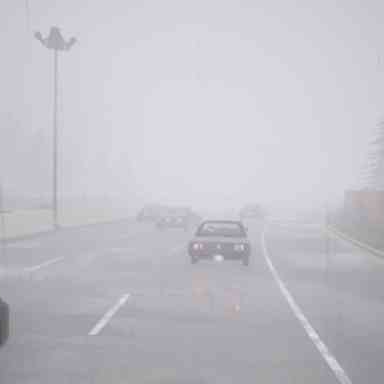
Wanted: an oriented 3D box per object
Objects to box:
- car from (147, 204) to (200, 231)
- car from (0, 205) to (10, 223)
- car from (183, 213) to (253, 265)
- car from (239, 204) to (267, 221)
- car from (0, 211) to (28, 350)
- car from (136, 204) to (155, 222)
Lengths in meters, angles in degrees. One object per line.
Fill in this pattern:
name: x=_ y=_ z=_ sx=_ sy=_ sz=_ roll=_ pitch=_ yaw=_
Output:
car: x=-0.722 y=1.609 z=20.948 sx=2.033 sy=1.411 sz=5.357 roll=0 pitch=0 yaw=14
car: x=-14.881 y=1.576 z=22.514 sx=1.895 sy=1.301 sz=4.718 roll=0 pitch=0 yaw=13
car: x=1.099 y=1.646 z=11.932 sx=1.895 sy=1.301 sz=4.718 roll=0 pitch=0 yaw=8
car: x=5.298 y=1.688 z=28.644 sx=1.994 sy=1.385 sz=4.181 roll=0 pitch=0 yaw=19
car: x=-3.310 y=1.206 z=1.636 sx=2.150 sy=2.045 sz=5.566 roll=0 pitch=0 yaw=1
car: x=-2.766 y=1.629 z=26.427 sx=1.994 sy=1.385 sz=4.181 roll=0 pitch=0 yaw=17
